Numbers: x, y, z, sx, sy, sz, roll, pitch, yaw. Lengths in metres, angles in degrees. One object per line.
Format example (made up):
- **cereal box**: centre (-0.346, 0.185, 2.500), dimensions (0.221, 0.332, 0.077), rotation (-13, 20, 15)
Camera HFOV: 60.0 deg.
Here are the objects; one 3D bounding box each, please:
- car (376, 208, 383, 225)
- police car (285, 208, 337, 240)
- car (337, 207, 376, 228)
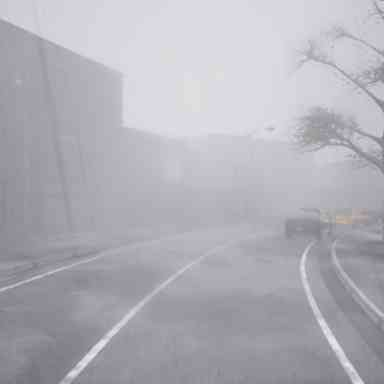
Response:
- **car**: centre (17.081, 2.227, 30.784), dimensions (4.892, 1.490, 1.837), rotation (2, 0, -37)
- **police car**: centre (7.084, 1.805, 19.924), dimensions (1.930, 1.638, 5.238), rotation (1, -1, 32)
- **car**: centre (12.973, 2.044, 27.257), dimensions (5.366, 1.575, 1.801), rotation (2, -1, -45)
